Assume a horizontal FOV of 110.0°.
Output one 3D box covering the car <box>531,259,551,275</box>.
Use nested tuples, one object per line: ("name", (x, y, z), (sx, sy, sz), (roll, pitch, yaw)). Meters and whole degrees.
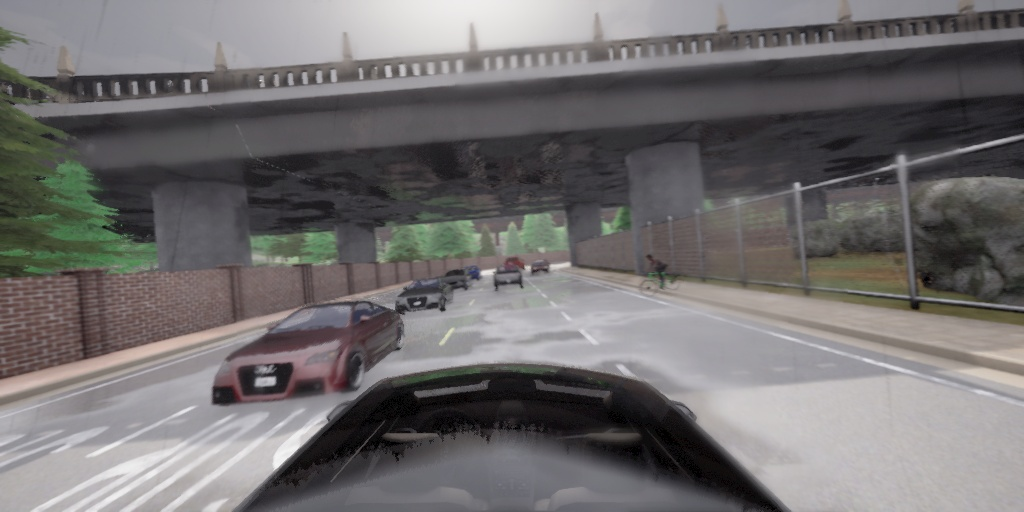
("car", (2.986, 1.256, 39.210), (1.895, 1.301, 4.718), (-5, 0, 1))

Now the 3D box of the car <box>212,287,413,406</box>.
("car", (-3.589, 1.632, 7.141), (1.994, 1.385, 4.181), (-5, 0, -1))

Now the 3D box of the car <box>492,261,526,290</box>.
("car", (-0.276, 1.355, 24.275), (2.128, 1.511, 4.902), (-5, 0, -1))

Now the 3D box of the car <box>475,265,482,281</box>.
("car", (-4.126, 1.715, 36.454), (1.882, 1.535, 5.008), (-5, 0, 0))

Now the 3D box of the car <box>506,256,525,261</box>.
("car", (0.438, 1.129, 48.831), (2.150, 2.045, 5.566), (-5, 0, 10))

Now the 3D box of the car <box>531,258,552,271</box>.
("car", (4.218, 1.125, 50.330), (1.812, 1.442, 4.674), (-5, 0, 17))

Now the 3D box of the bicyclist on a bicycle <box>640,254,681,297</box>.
("bicyclist on a bicycle", (5.673, 0.685, 14.003), (1.656, 1.620, 0.582), (-14, 0, -1))

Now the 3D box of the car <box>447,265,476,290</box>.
("car", (-3.984, 1.686, 25.975), (1.837, 1.490, 4.892), (-5, 0, -1))

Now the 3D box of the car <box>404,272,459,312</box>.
("car", (-3.783, 1.686, 16.061), (1.994, 1.385, 4.181), (-5, 0, -2))
